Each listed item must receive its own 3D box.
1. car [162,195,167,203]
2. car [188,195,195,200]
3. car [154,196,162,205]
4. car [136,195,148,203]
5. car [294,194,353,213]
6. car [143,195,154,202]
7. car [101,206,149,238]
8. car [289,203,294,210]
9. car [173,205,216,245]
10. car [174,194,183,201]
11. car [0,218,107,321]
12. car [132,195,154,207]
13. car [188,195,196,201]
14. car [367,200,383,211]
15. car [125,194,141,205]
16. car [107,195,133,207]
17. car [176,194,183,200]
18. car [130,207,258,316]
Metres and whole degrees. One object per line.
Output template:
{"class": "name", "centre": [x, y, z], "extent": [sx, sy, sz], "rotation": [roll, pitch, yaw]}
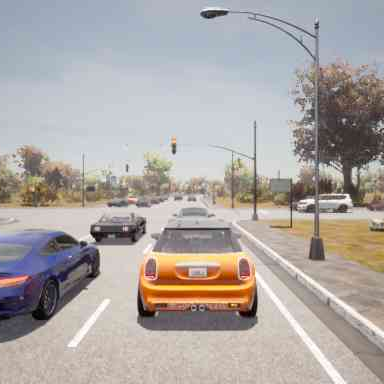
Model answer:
{"class": "car", "centre": [-7.037, 1.595, 70.904], "extent": [1.895, 1.301, 4.718], "rotation": [0, 0, 0]}
{"class": "car", "centre": [-0.007, 1.595, 94.785], "extent": [1.895, 1.301, 4.718], "rotation": [0, 0, 1]}
{"class": "car", "centre": [-7.099, 1.477, 60.450], "extent": [1.882, 1.535, 5.008], "rotation": [0, 0, 0]}
{"class": "car", "centre": [-10.537, 1.478, 70.239], "extent": [1.882, 1.535, 5.008], "rotation": [0, 0, 0]}
{"class": "car", "centre": [14.447, 1.221, 36.110], "extent": [5.566, 2.045, 2.150], "rotation": [0, 0, 3]}
{"class": "car", "centre": [-10.542, 1.525, 80.690], "extent": [2.128, 1.511, 4.902], "rotation": [0, 0, 0]}
{"class": "car", "centre": [-3.409, 1.601, 16.338], "extent": [1.895, 1.301, 4.718], "rotation": [0, 0, 0]}
{"class": "car", "centre": [14.064, 1.505, 39.639], "extent": [4.892, 1.490, 1.837], "rotation": [0, 0, 3]}
{"class": "car", "centre": [0.091, 1.505, 16.605], "extent": [1.837, 1.490, 4.892], "rotation": [0, 0, 0]}
{"class": "car", "centre": [-3.540, 1.492, 84.617], "extent": [1.837, 1.490, 4.892], "rotation": [0, 0, 0]}
{"class": "car", "centre": [-3.404, 1.526, 7.180], "extent": [1.812, 1.442, 4.674], "rotation": [0, 0, 0]}
{"class": "car", "centre": [-7.121, 1.505, 49.066], "extent": [1.837, 1.490, 4.892], "rotation": [0, 0, 0]}
{"class": "car", "centre": [-0.042, 1.552, 80.164], "extent": [1.994, 1.385, 4.181], "rotation": [0, 0, 0]}
{"class": "car", "centre": [22.954, 1.556, 39.160], "extent": [4.181, 1.385, 1.994], "rotation": [0, 0, 3]}
{"class": "car", "centre": [-10.599, 1.351, 60.365], "extent": [2.097, 1.767, 4.553], "rotation": [0, 0, 0]}
{"class": "car", "centre": [-10.986, 1.547, 49.541], "extent": [2.033, 1.411, 5.357], "rotation": [0, 0, 6]}
{"class": "car", "centre": [-3.505, 1.374, 95.025], "extent": [1.812, 1.442, 4.674], "rotation": [0, 0, 1]}
{"class": "car", "centre": [0.096, 1.352, 7.647], "extent": [2.097, 1.767, 4.553], "rotation": [0, 0, 0]}
